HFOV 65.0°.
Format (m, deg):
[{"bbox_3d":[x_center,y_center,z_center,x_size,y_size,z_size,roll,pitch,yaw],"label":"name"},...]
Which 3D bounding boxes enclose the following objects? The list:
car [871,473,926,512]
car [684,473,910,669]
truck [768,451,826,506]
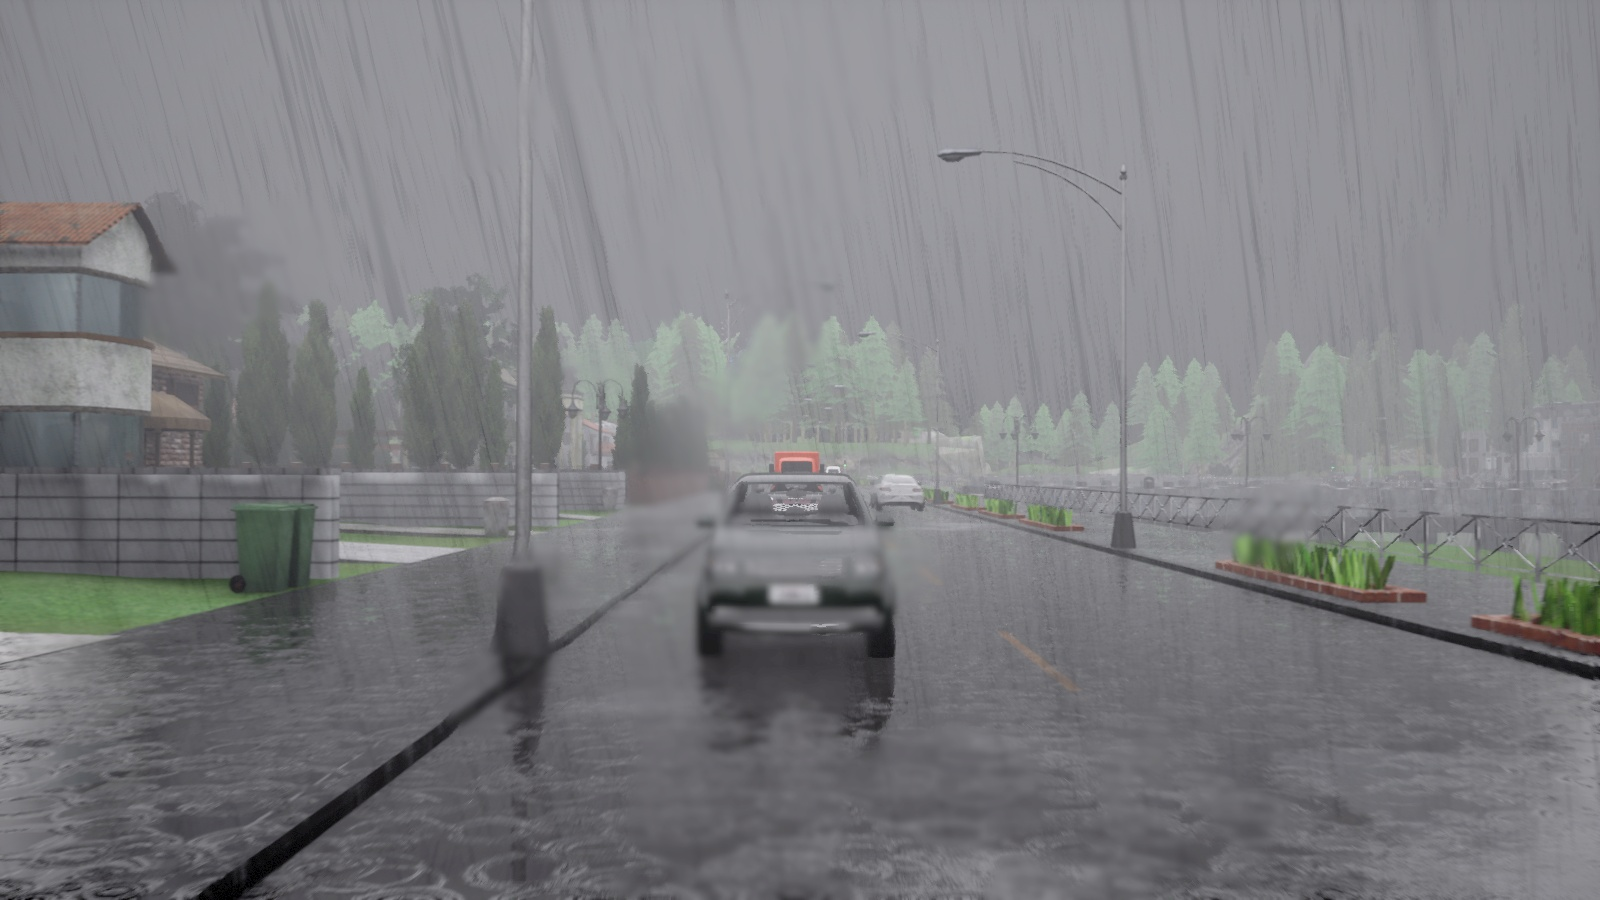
[{"bbox_3d":[3.882,1.662,50.020,1.812,1.442,4.674,0,-1,0],"label":"car"},{"bbox_3d":[-0.028,0.991,11.815,1.789,1.549,3.705,0,-1,0],"label":"car"},{"bbox_3d":[-0.141,1.315,58.919,2.627,2.467,5.204,0,-1,0],"label":"truck"}]
